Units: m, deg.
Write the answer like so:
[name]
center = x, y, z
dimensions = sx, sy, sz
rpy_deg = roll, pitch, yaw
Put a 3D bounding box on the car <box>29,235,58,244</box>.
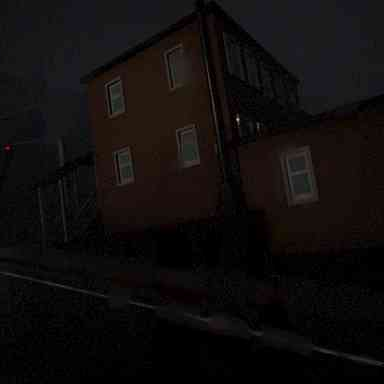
[car]
center = -12.110, 4.594, 29.482
dimensions = 2.128, 1.511, 4.902
rpy_deg = -13, -12, 35
